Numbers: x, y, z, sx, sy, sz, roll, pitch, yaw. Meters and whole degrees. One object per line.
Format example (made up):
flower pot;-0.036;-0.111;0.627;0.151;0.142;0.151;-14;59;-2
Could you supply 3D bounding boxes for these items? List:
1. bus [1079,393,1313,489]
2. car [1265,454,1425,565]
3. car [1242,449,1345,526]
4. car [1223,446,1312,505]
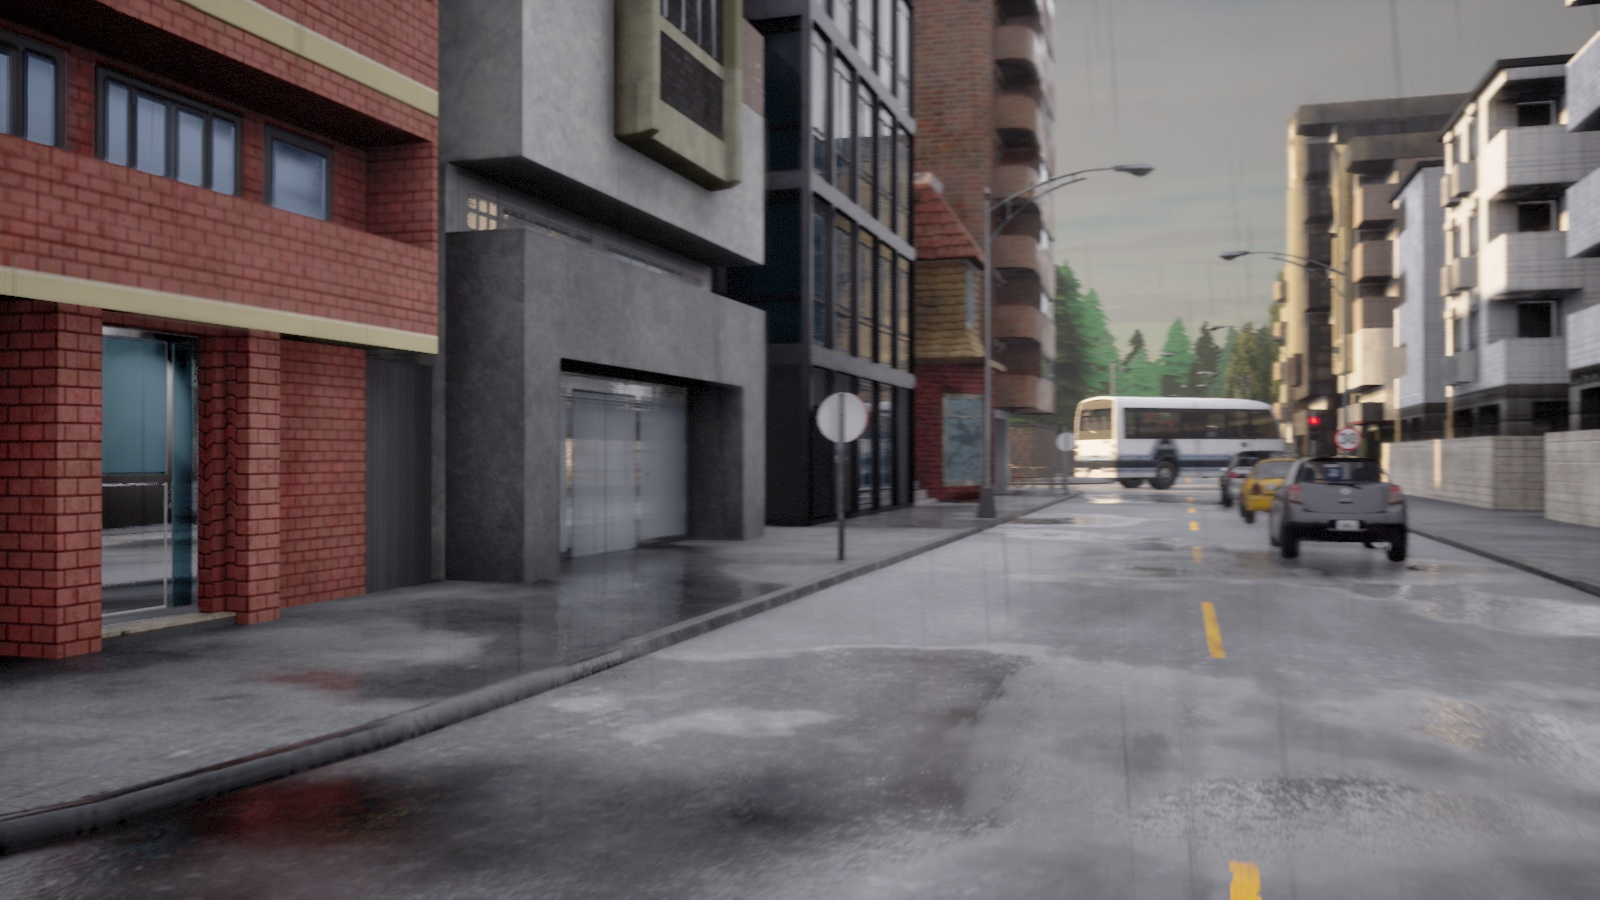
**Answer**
bus;18.694;-0.417;59.277;10.273;4.253;3.944;0;-1;-22
car;8.173;0.822;19.132;1.845;1.501;3.633;0;0;17
car;11.086;0.783;28.505;1.801;1.575;5.366;0;0;17
car;13.977;0.723;37.765;2.242;1.667;4.611;0;0;17
